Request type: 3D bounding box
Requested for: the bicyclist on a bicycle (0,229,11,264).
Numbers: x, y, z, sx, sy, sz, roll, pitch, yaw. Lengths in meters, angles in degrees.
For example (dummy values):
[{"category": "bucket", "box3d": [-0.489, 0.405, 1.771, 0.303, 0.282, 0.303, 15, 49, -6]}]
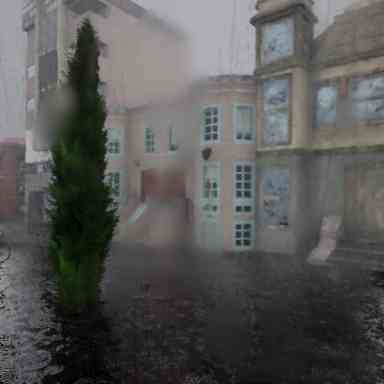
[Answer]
[{"category": "bicyclist on a bicycle", "box3d": [-6.231, 1.404, 9.864, 0.582, 1.620, 1.656, 0, -2, 39]}]
